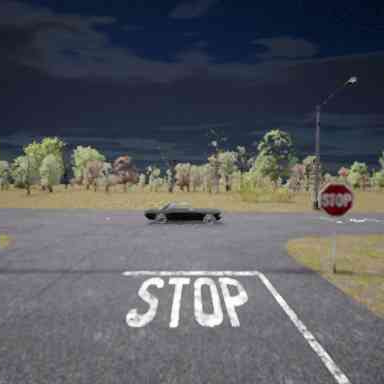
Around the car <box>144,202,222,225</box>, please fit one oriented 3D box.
[{"bbox_3d":[-0.493,1.293,20.656,4.718,1.301,1.895,0,1,0],"label":"car"}]
